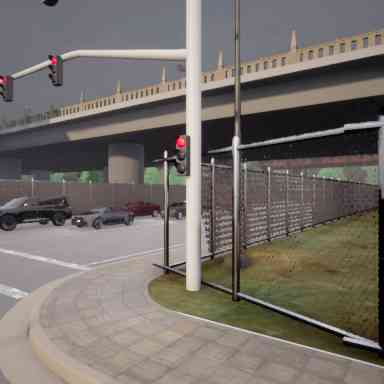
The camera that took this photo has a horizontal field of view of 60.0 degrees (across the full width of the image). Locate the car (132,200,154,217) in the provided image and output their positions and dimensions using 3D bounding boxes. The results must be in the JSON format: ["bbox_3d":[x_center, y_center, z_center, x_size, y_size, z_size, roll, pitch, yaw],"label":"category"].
[{"bbox_3d":[-4.912,1.533,29.636,1.882,1.535,5.008,0,0,35],"label":"car"}]

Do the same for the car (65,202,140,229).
[{"bbox_3d":[-5.867,1.619,22.230,1.994,1.385,4.181,0,0,35],"label":"car"}]

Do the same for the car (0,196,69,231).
[{"bbox_3d":[-10.587,1.277,21.633,2.150,2.045,5.566,0,0,36],"label":"car"}]
